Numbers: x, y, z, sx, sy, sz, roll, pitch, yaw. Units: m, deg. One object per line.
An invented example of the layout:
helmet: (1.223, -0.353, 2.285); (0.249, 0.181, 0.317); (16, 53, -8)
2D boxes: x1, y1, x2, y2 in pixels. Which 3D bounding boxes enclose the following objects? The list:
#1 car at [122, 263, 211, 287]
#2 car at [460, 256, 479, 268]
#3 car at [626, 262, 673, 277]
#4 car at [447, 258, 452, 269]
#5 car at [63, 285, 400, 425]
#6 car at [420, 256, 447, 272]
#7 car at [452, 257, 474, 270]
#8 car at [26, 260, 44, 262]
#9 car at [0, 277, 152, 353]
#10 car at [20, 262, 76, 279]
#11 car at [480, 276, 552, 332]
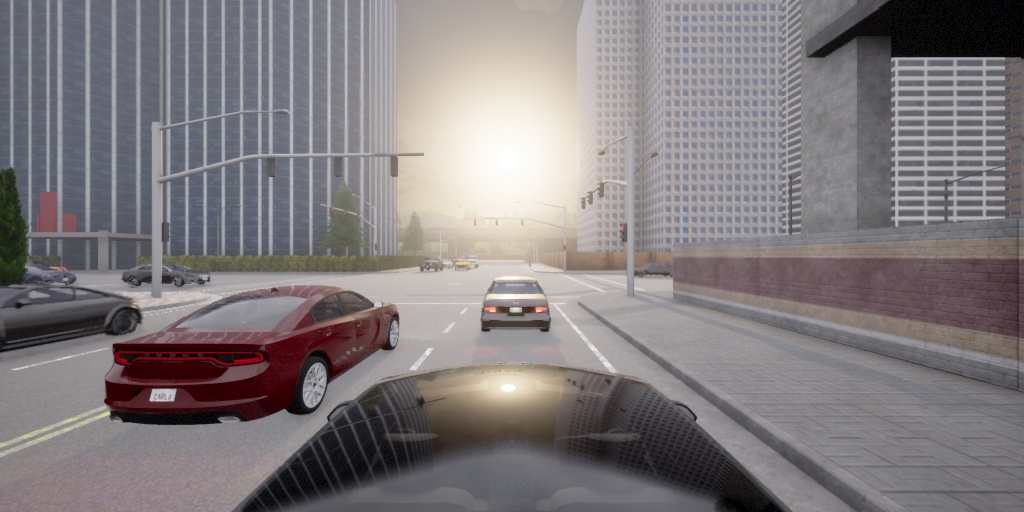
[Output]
car: (-22.785, 1.241, 23.758); (4.902, 1.511, 2.128); (0, 0, 1)
car: (-7.013, 0.972, 61.887); (2.150, 2.045, 5.566); (0, 0, 0)
car: (13.922, 1.297, 34.818); (5.357, 1.411, 2.033); (0, 0, 0)
car: (-10.535, 1.276, 56.980); (1.812, 1.442, 4.674); (0, 0, 0)
car: (-3.439, 1.228, 6.030); (1.882, 1.535, 5.008); (0, 0, 0)
car: (-10.556, 0.972, 47.441); (2.150, 2.045, 5.566); (0, 0, 0)
car: (-7.048, 1.227, 52.046); (1.882, 1.535, 5.008); (0, 0, 0)
car: (-36.538, 1.102, 27.176); (4.553, 1.767, 2.097); (0, 0, 0)
car: (-10.595, 1.314, 7.551); (1.994, 1.385, 4.181); (0, 0, 0)
car: (-31.876, 1.276, 23.710); (4.674, 1.442, 1.812); (0, 0, 0)
car: (0.092, 1.297, 10.842); (2.033, 1.411, 5.357); (0, 0, 0)
